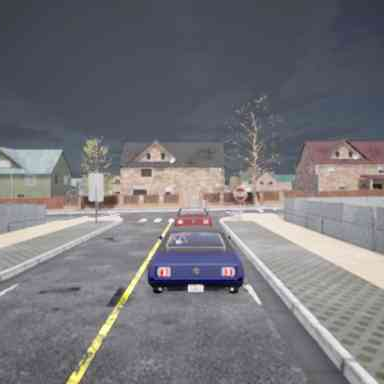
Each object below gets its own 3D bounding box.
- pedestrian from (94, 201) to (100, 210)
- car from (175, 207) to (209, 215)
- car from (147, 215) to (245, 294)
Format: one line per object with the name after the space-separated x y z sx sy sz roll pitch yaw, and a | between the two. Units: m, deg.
-9.706 0.948 34.121 0.375 1.860 0.375 0 3 0 | pedestrian
0.014 1.433 17.973 1.895 1.301 4.718 0 0 -1 | car
0.077 1.517 8.518 1.895 1.301 4.718 0 1 0 | car
